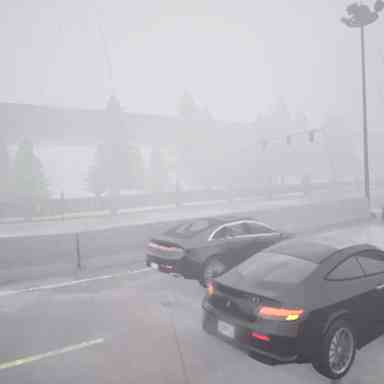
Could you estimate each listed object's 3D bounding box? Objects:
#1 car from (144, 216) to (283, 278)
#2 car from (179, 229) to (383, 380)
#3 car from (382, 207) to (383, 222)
[{"bbox_3d":[1.116,1.399,8.873,4.902,1.511,2.128,-1,1,-36],"label":"car"},{"bbox_3d":[2.284,1.464,5.399,4.674,1.442,1.812,-1,1,-36],"label":"car"},{"bbox_3d":[10.946,0.818,15.954,4.892,1.490,1.837,-4,2,-36],"label":"car"}]
